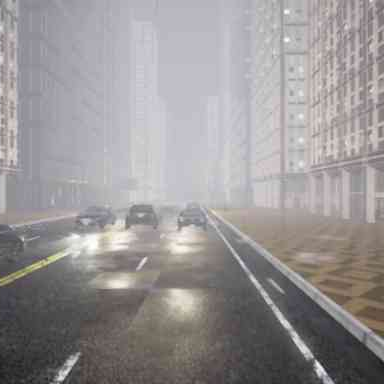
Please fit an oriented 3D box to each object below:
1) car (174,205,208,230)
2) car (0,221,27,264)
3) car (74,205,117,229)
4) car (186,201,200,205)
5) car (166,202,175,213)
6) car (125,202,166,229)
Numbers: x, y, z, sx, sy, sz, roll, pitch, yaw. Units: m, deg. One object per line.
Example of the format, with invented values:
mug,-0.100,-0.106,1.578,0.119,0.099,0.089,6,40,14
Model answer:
car,0.034,1.773,22.220,1.895,1.301,4.718,0,0,1
car,-6.539,1.561,9.364,2.128,1.511,4.902,0,0,0
car,-6.497,1.670,22.829,2.128,1.511,4.902,0,-1,0
car,0.101,1.957,46.725,1.994,1.385,4.181,0,0,0
car,-3.154,1.948,41.864,1.895,1.301,4.718,0,-1,0
car,-3.203,1.530,23.016,2.097,1.767,4.553,0,-1,1
